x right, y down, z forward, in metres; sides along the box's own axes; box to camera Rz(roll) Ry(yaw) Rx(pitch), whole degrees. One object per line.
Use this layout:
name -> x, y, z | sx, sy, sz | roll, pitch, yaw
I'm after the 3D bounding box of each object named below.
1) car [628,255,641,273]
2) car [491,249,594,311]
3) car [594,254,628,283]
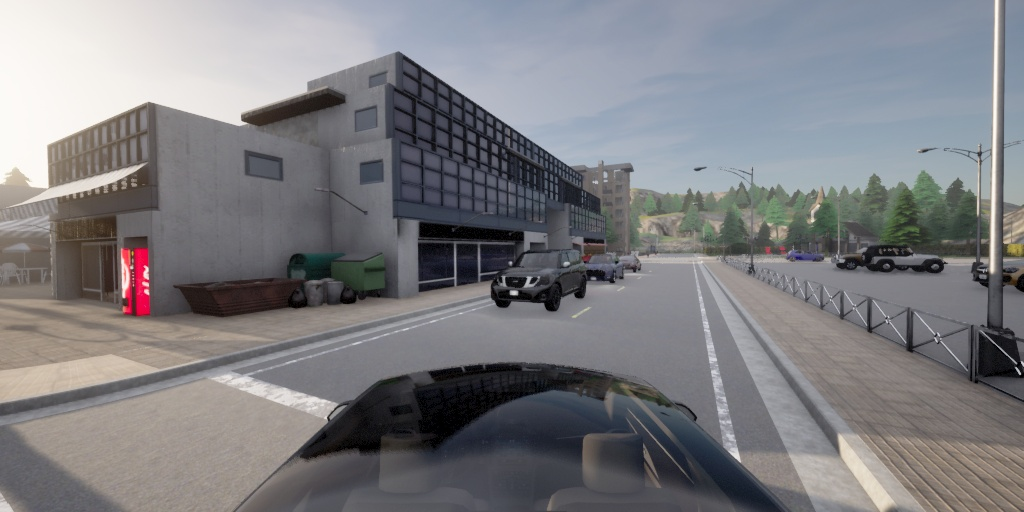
car -> 10.250, 0.632, 31.738 | 1.812, 1.442, 4.674 | 0, 1, 27
car -> 1.290, 0.757, 13.780 | 2.150, 2.045, 5.566 | 0, 1, 26
car -> 5.679, 0.677, 22.583 | 2.097, 1.767, 4.553 | 0, 1, 26
